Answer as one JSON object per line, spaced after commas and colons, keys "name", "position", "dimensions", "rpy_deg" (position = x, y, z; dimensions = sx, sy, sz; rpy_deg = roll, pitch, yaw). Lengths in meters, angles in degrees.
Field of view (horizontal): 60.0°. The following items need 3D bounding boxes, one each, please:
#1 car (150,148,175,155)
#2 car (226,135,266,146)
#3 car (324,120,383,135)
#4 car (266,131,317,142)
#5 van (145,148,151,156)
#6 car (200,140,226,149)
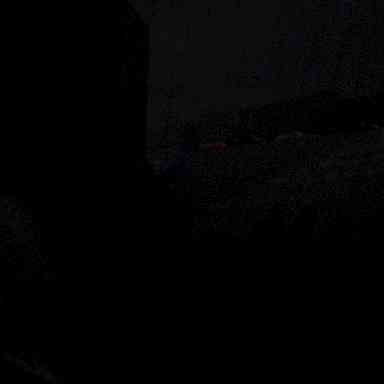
{"name": "car", "position": [-3.555, -5.548, 48.339], "dimensions": [2.231, 1.521, 4.892], "rpy_deg": [1, 1, -36]}
{"name": "car", "position": [6.167, -5.151, 34.967], "dimensions": [2.185, 1.767, 4.553], "rpy_deg": [1, 1, -36]}
{"name": "car", "position": [12.730, -4.781, 25.936], "dimensions": [2.185, 1.767, 4.553], "rpy_deg": [1, 1, -36]}
{"name": "car", "position": [9.497, -4.797, 30.381], "dimensions": [2.002, 1.452, 4.674], "rpy_deg": [1, 1, -36]}
{"name": "van", "position": [-6.721, -5.937, 52.700], "dimensions": [1.878, 1.987, 4.442], "rpy_deg": [1, 1, -36]}
{"name": "car", "position": [2.923, -5.329, 39.430], "dimensions": [2.185, 1.767, 4.553], "rpy_deg": [1, 1, -36]}
